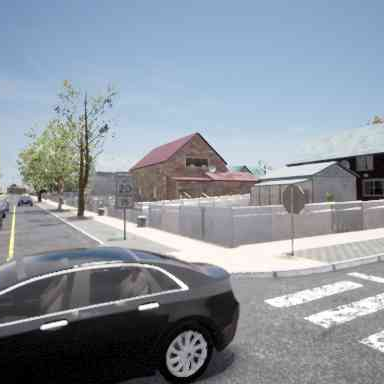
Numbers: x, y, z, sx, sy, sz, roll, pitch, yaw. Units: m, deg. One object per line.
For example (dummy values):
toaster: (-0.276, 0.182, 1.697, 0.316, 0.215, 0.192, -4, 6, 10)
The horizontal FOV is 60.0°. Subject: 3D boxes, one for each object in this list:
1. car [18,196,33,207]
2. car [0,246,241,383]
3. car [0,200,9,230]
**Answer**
car: (-26.594, 1.361, 53.049, 2.097, 1.767, 4.553, 0, 0, -27)
car: (-1.702, 1.505, 4.016, 4.892, 1.490, 1.837, 0, 0, -28)
car: (-12.743, 1.498, 20.587, 2.128, 1.511, 4.902, 0, 0, -28)
